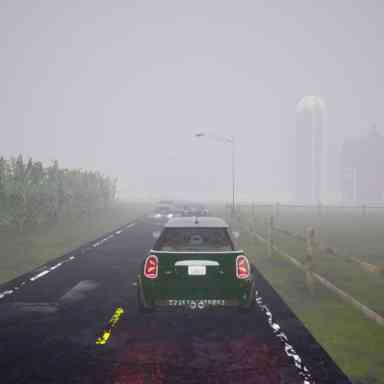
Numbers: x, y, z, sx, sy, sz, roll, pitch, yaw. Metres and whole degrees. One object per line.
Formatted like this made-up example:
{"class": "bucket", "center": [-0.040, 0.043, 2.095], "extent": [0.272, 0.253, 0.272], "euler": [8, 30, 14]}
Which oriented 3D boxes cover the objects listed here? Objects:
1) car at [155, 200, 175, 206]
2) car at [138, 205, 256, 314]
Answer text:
{"class": "car", "center": [-2.797, 1.554, 35.607], "extent": [2.033, 1.411, 5.357], "euler": [0, 0, 0]}
{"class": "car", "center": [0.098, 1.351, 7.775], "extent": [2.097, 1.767, 4.553], "euler": [0, 0, 0]}
